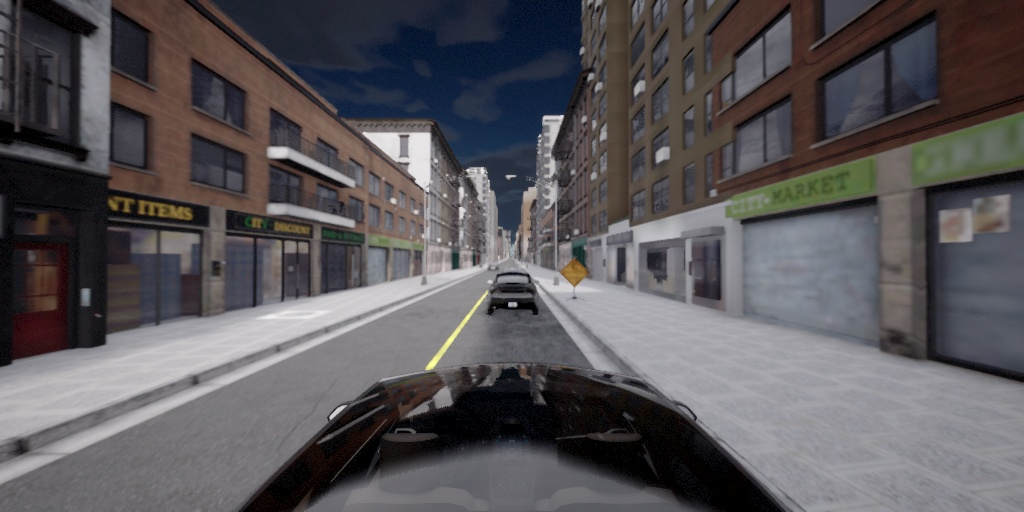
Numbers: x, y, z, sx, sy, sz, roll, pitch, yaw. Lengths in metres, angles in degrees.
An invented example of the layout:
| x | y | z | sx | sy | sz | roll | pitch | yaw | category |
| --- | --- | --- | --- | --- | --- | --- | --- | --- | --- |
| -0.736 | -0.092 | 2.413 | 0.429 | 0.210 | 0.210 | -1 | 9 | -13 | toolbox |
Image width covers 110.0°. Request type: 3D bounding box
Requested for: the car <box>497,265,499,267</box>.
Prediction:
| x | y | z | sx | sy | sz | roll | pitch | yaw | category |
| --- | --- | --- | --- | --- | --- | --- | --- | --- | --- |
| 0.035 | 1.585 | 28.626 | 1.895 | 1.301 | 4.718 | 0 | 0 | 1 | car |

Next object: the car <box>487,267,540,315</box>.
| x | y | z | sx | sy | sz | roll | pitch | yaw | category |
| --- | --- | --- | --- | --- | --- | --- | --- | --- | --- |
| 0.045 | 1.368 | 14.262 | 1.837 | 1.490 | 4.892 | 0 | 0 | 0 | car |

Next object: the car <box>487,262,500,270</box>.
| x | y | z | sx | sy | sz | roll | pitch | yaw | category |
| --- | --- | --- | --- | --- | --- | --- | --- | --- | --- |
| -3.061 | 1.756 | 59.904 | 1.812 | 1.442 | 4.674 | 0 | 0 | 0 | car |

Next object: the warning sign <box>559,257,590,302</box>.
| x | y | z | sx | sy | sz | roll | pitch | yaw | category |
| --- | --- | --- | --- | --- | --- | --- | --- | --- | --- |
| 2.714 | 0.988 | 15.576 | 1.300 | 1.860 | 1.060 | 0 | 0 | 0 | warning sign |
